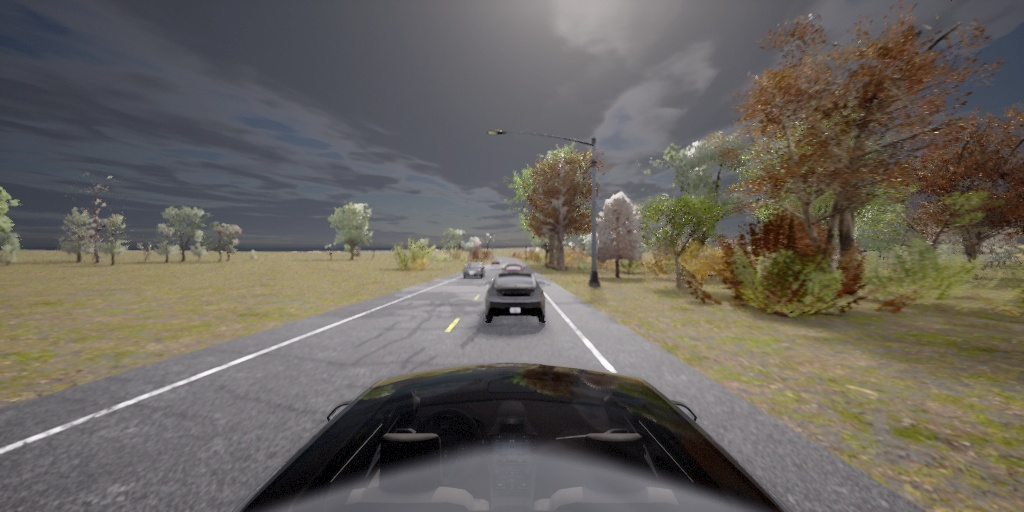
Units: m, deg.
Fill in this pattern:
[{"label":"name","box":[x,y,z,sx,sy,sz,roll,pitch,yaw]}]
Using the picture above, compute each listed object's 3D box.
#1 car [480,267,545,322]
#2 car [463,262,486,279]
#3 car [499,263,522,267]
[{"label":"car","box":[0.101,1.295,12.519,1.837,1.490,4.892,0,0,0]},{"label":"car","box":[-3.572,1.346,34.431,2.128,1.511,4.902,0,0,0]},{"label":"car","box":[0.113,1.366,28.768,1.812,1.442,4.674,0,0,0]}]
